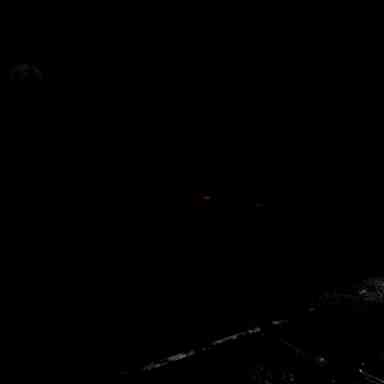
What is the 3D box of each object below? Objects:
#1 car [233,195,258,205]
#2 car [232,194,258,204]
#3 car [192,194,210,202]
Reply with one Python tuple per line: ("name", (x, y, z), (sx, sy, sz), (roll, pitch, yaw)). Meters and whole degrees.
("car", (9.119, 1.439, 57.219), (2.128, 1.511, 4.902), (-1, 1, -36))
("car", (9.687, 1.257, 61.249), (2.097, 1.767, 4.553), (-1, 0, -36))
("car", (1.847, 1.269, 71.883), (1.882, 1.535, 5.008), (-1, 1, -36))
